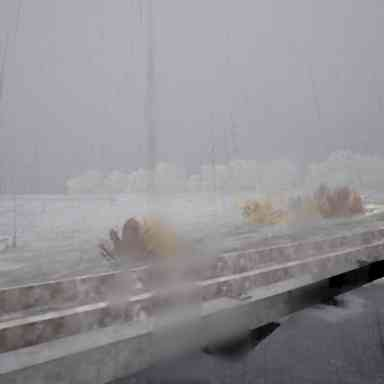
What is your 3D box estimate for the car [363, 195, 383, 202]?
[{"bbox_3d":[44.028,1.629,81.845,1.837,1.490,4.892,0,0,2],"label":"car"}]
